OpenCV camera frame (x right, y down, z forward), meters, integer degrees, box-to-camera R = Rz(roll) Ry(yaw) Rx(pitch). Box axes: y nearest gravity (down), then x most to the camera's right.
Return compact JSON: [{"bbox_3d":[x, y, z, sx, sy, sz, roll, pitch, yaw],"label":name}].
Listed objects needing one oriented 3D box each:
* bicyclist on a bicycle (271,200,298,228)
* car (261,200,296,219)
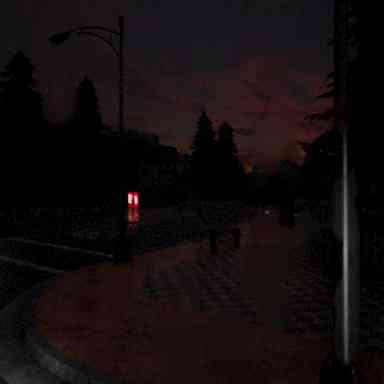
[{"bbox_3d":[5.417,1.318,19.634,1.656,1.620,0.582,0,0,35],"label":"bicyclist on a bicycle"},{"bbox_3d":[7.706,1.523,29.516,1.837,1.490,4.892,0,0,35],"label":"car"}]
